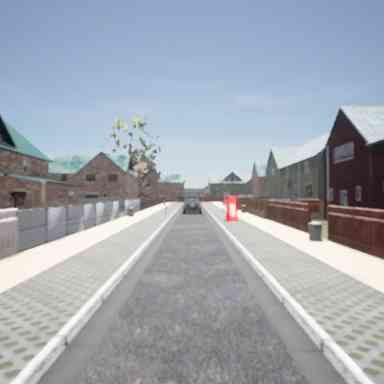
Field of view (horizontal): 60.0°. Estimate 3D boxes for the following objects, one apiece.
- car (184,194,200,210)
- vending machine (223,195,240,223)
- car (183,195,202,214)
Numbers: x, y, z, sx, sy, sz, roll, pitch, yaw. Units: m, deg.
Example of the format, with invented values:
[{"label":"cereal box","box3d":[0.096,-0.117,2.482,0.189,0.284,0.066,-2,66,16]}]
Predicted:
[{"label":"car","box3d":[0.019,1.370,47.887,2.150,2.045,5.566,0,0,0]},{"label":"vending machine","box3d":[2.992,1.278,25.134,1.100,2.100,0.880,-1,-2,0]},{"label":"car","box3d":[0.049,1.472,37.678,2.097,1.767,4.553,0,0,1]}]
